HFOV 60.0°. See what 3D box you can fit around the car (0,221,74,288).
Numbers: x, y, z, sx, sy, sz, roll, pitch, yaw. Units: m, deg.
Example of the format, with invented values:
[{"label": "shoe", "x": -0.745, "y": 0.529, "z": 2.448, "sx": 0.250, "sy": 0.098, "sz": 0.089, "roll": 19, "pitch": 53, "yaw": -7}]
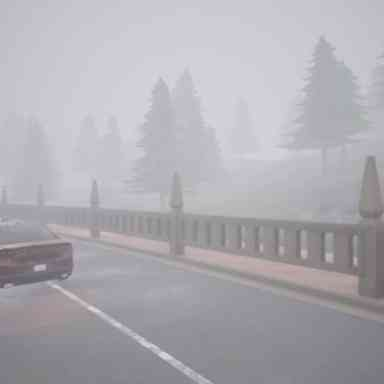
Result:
[{"label": "car", "x": -5.008, "y": 1.540, "z": 9.172, "sx": 1.882, "sy": 1.535, "sz": 5.008, "roll": 0, "pitch": 0, "yaw": -42}]
